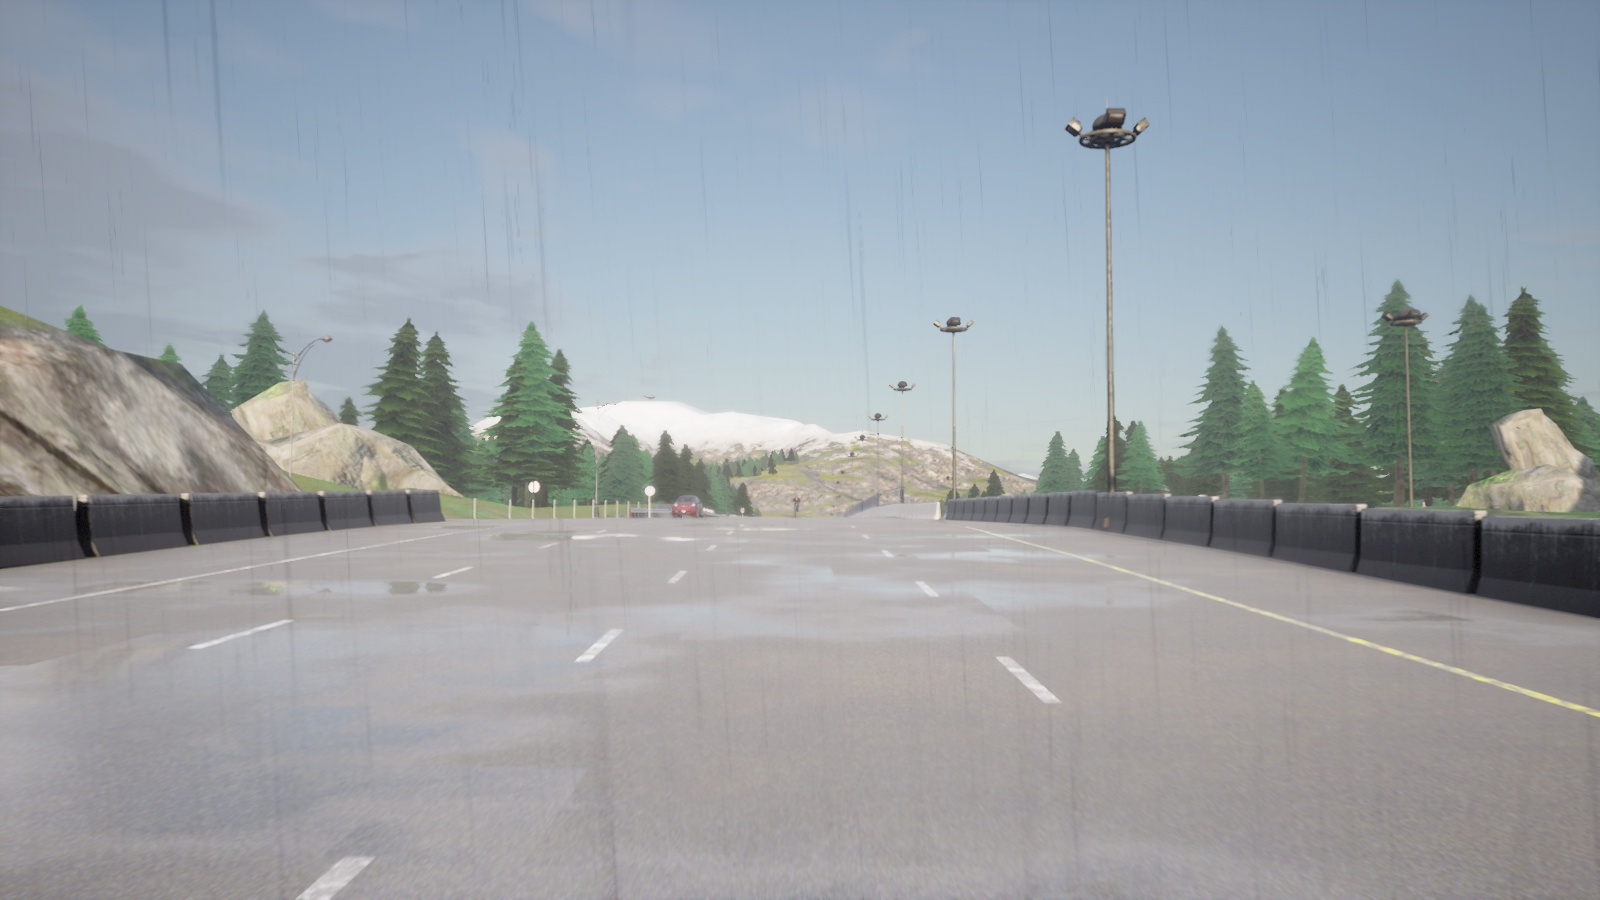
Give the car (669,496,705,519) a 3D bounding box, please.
[{"bbox_3d":[-7.371,3.799,82.484,1.845,1.501,3.633,0,-3,3],"label":"car"}]
